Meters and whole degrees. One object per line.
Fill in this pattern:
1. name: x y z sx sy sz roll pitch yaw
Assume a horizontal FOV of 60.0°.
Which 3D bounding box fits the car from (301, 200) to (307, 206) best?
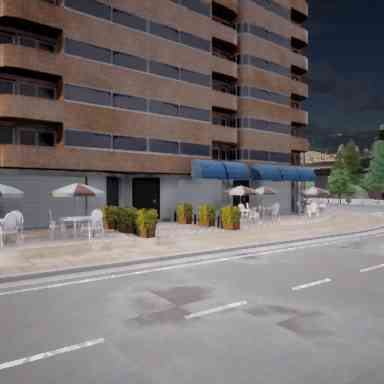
1. car: 16.420 1.560 54.101 1.812 1.442 4.674 0 0 -36
